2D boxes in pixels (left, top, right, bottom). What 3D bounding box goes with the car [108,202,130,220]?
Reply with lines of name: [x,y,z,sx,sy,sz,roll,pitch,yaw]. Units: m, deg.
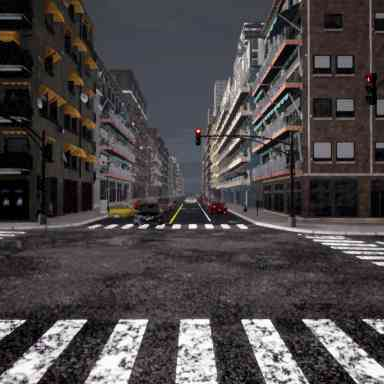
car: [-5.776,1.532,27.872,1.752,1.417,4.829,1,0,0]

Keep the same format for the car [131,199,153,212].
car: [-5.815,1.554,39.089,1.887,1.381,4.507,1,0,0]

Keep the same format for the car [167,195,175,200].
car: [-6.001,1.587,94.323,2.008,1.369,4.403,1,0,0]

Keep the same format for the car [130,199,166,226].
car: [-2.988,1.510,23.547,1.837,1.490,4.892,0,0,-4]

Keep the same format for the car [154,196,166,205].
car: [-5.889,1.543,61.013,1.752,1.417,4.829,1,0,0]

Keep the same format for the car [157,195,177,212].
car: [-3.231,1.361,38.918,2.097,1.767,4.553,0,0,0]

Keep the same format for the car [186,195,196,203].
car: [-0.235,1.478,69.837,2.128,1.511,4.902,0,0,0]

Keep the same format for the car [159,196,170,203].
car: [-5.927,1.568,72.230,1.887,1.381,4.507,1,0,0]

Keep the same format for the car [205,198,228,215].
car: [2.585,1.553,33.579,1.887,1.381,4.507,1,0,0]

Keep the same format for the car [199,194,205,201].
car: [2.724,1.380,81.893,2.097,1.767,4.553,0,0,0]

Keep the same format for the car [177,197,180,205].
car: [-3.239,1.566,60.530,2.033,1.411,5.357,0,0,0]

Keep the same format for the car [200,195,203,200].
car: [2.528,1.596,50.150,1.802,1.307,4.206,1,0,0]

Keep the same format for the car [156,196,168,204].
car: [-5.908,1.571,66.706,2.008,1.369,4.403,1,0,0]

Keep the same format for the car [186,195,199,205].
car: [-0.201,1.618,59.861,1.895,1.301,4.718,0,0,0]

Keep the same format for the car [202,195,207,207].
car: [2.567,1.450,39.103,1.967,1.590,4.097,1,0,0]
